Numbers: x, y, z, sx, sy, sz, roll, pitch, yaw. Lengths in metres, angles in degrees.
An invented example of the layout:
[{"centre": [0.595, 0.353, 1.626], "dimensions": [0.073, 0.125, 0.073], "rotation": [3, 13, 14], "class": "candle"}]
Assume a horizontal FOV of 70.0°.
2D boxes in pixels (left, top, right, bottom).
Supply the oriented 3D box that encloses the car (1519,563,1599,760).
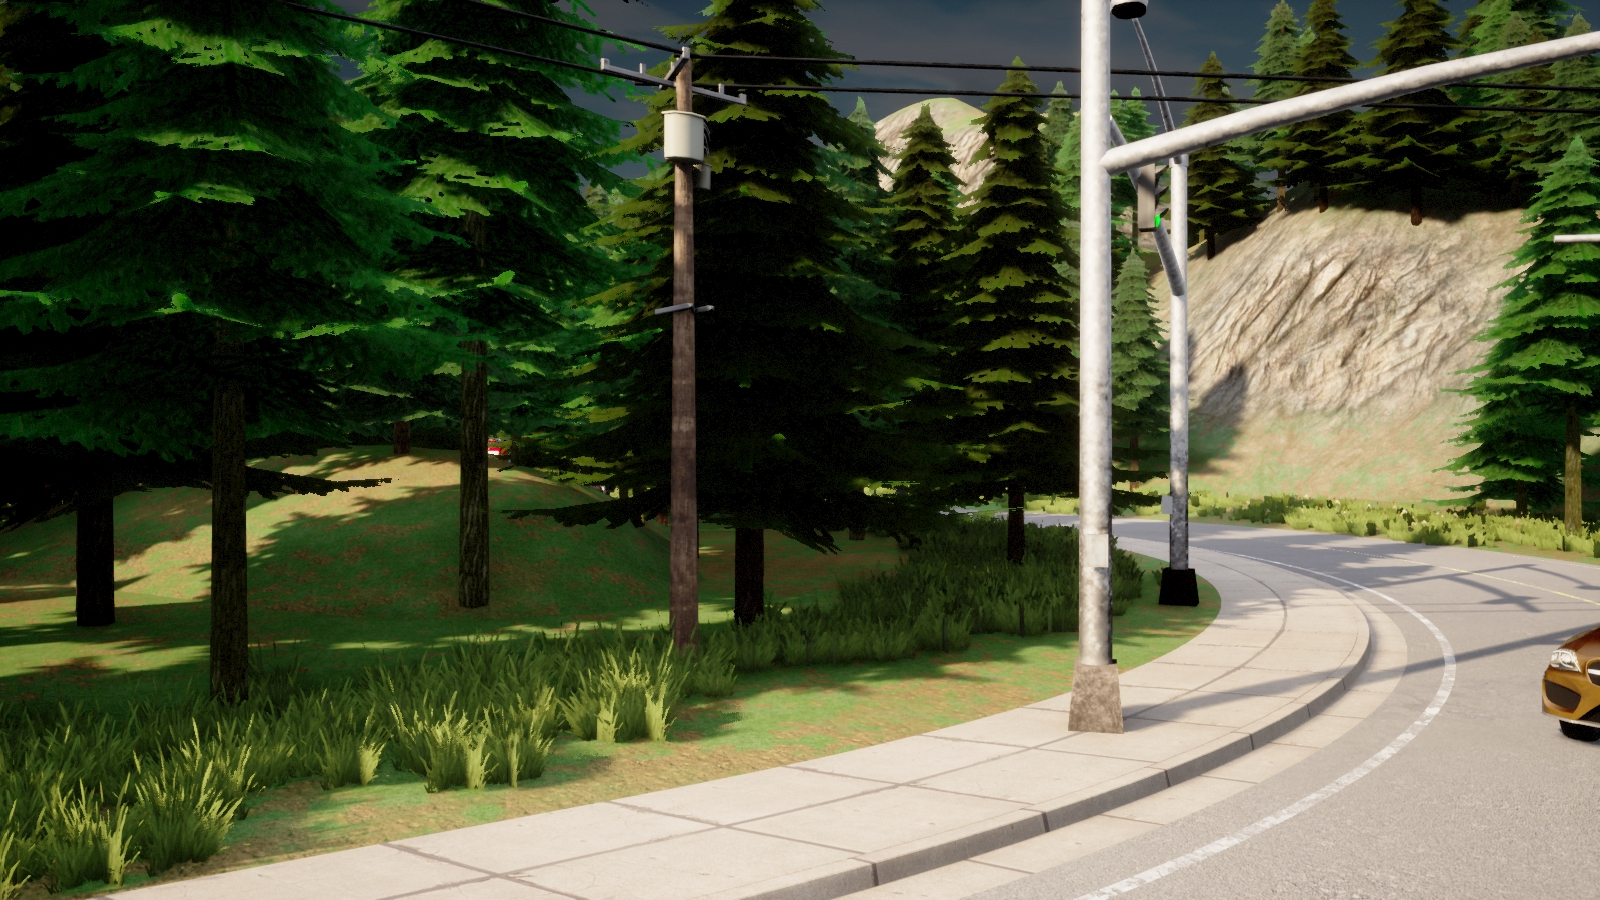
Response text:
[{"centre": [9.577, 1.970, 11.147], "dimensions": [5.027, 1.651, 2.152], "rotation": [0, 0, -29], "class": "car"}]
